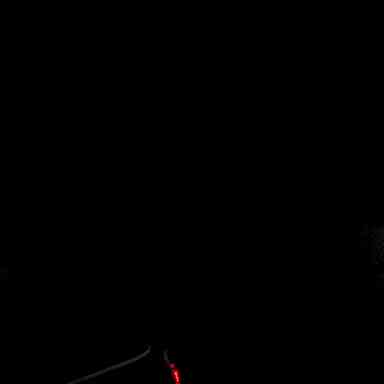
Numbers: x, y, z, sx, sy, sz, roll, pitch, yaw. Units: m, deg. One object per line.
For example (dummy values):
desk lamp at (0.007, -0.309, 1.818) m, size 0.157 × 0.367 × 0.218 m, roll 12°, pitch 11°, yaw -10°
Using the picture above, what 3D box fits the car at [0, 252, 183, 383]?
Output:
car at (-2.246, 1.352, 1.777) m, size 4.553 × 1.767 × 2.097 m, roll 0°, pitch 0°, yaw -35°
